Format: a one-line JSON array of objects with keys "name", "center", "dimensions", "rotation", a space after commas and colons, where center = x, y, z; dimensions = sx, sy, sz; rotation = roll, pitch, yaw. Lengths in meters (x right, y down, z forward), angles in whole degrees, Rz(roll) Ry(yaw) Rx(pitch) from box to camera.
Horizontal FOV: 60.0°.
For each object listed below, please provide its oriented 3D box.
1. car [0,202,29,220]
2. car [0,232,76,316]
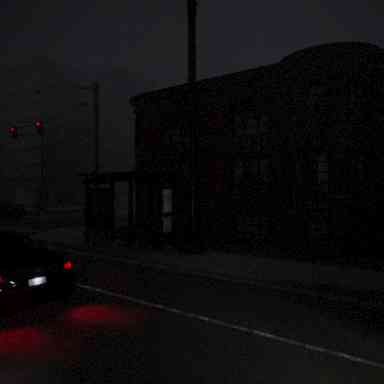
[{"name": "car", "center": [-15.255, 1.526, 25.953], "dimensions": [1.812, 1.442, 4.674], "rotation": [0, 0, 37]}, {"name": "car", "center": [-4.388, 1.564, 7.129], "dimensions": [4.181, 1.385, 1.994], "rotation": [0, 0, 36]}]
